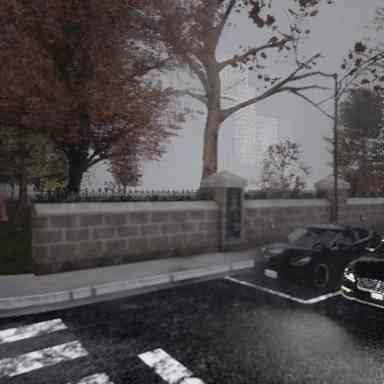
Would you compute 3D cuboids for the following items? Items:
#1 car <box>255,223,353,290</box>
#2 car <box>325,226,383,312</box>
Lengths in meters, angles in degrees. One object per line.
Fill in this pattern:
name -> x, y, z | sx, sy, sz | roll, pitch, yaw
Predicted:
car -> 3.656, 1.573, 9.165 | 4.313, 1.339, 1.947 | 0, 0, -35
car -> 5.112, 1.512, 7.021 | 4.892, 1.490, 1.837 | 0, 0, -35
